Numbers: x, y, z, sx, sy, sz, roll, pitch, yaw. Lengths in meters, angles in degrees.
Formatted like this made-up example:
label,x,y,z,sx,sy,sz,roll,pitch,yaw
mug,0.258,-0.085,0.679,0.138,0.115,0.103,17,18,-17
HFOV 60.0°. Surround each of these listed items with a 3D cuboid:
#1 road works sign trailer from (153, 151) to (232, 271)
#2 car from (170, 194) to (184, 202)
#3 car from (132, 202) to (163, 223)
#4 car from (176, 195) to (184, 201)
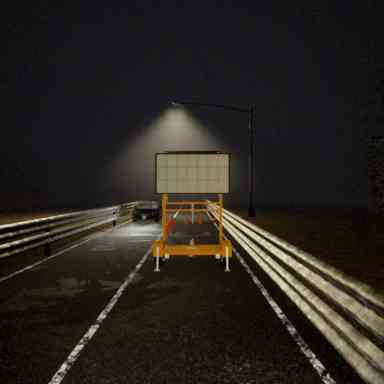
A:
label,x,y,z,sx,sy,sz,roll,pitch,yaw
road works sign trailer,0.020,0.468,10.869,2.380,3.560,2.880,0,0,0
car,-3.206,1.246,66.317,2.150,2.045,5.566,0,0,1
car,-3.326,1.501,25.567,2.128,1.511,4.902,0,0,0
car,-3.167,1.512,89.344,1.882,1.535,5.008,0,0,0
